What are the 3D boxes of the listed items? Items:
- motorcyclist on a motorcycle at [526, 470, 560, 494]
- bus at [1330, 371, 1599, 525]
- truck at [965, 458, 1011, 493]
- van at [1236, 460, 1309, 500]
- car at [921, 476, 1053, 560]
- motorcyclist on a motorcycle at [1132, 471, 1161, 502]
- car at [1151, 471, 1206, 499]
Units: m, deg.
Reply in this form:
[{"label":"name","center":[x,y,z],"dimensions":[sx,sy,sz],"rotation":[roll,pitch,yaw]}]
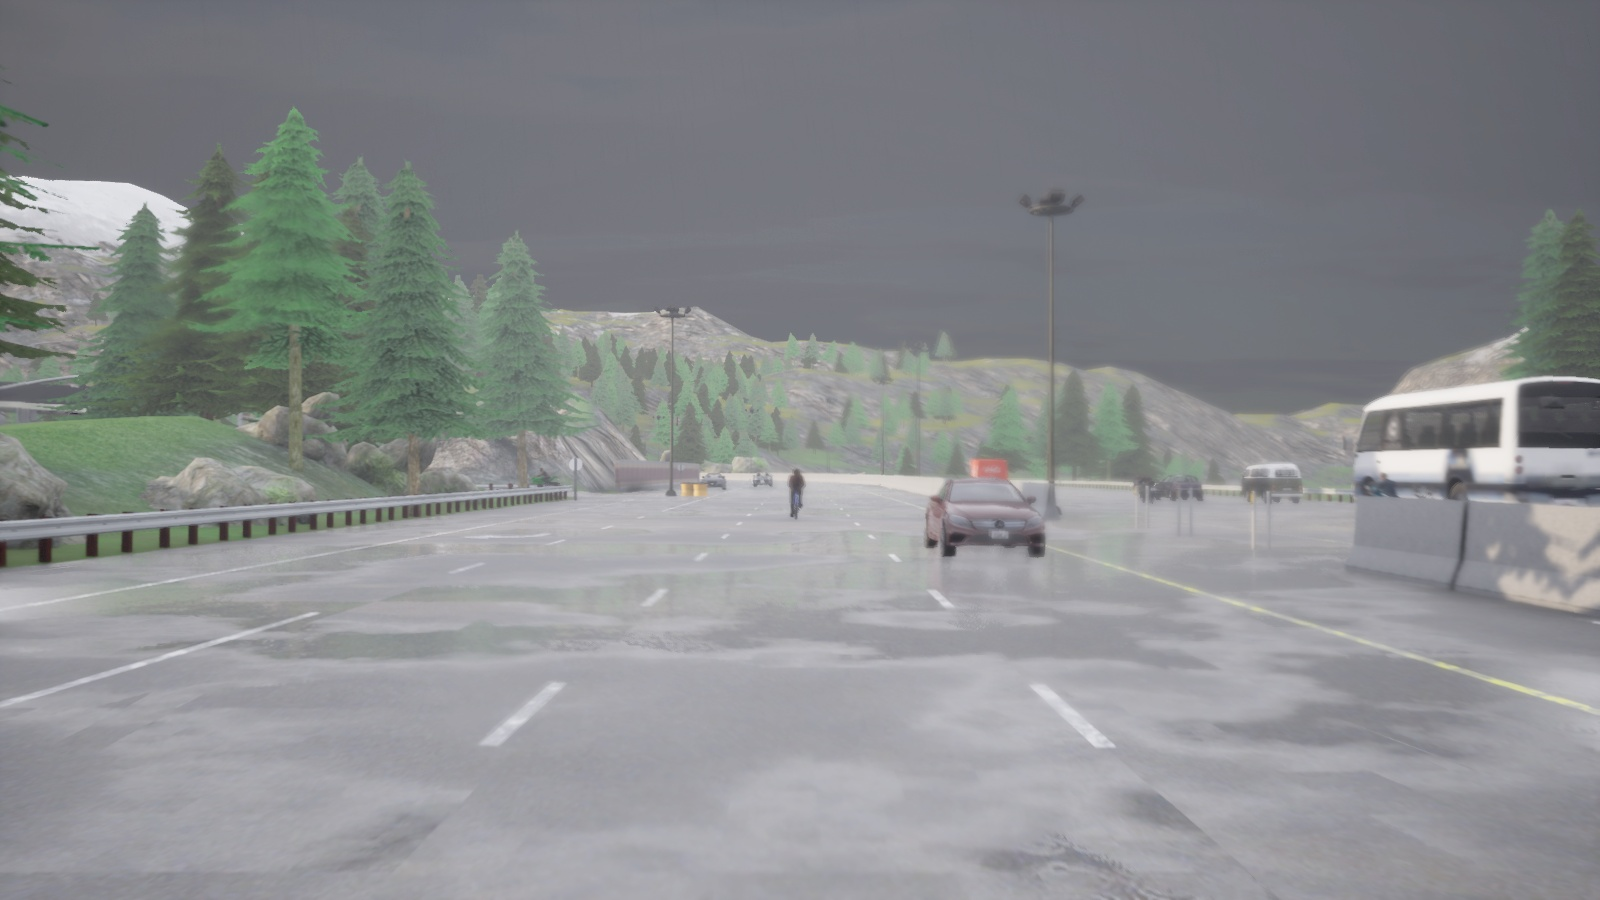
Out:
[{"label":"motorcyclist on a motorcycle","center":[-16.385,2.019,80.124],"dimensions":[2.044,1.523,0.797],"rotation":[0,-1,0]},{"label":"bus","center":[20.973,0.028,39.816],"dimensions":[3.944,4.253,10.273],"rotation":[0,-1,0]},{"label":"truck","center":[13.942,1.860,93.339],"dimensions":[2.627,2.467,5.204],"rotation":[0,0,0]},{"label":"van","center":[24.461,1.545,65.225],"dimensions":[2.069,2.038,4.480],"rotation":[0,-1,0]},{"label":"car","center":[3.498,1.238,24.295],"dimensions":[1.812,1.442,4.674],"rotation":[0,-1,0]},{"label":"motorcyclist on a motorcycle","center":[17.463,1.853,63.362],"dimensions":[0.866,1.530,2.191],"rotation":[0,-1,0]},{"label":"car","center":[20.959,1.925,69.692],"dimensions":[1.816,1.474,4.193],"rotation":[0,-1,0]}]
